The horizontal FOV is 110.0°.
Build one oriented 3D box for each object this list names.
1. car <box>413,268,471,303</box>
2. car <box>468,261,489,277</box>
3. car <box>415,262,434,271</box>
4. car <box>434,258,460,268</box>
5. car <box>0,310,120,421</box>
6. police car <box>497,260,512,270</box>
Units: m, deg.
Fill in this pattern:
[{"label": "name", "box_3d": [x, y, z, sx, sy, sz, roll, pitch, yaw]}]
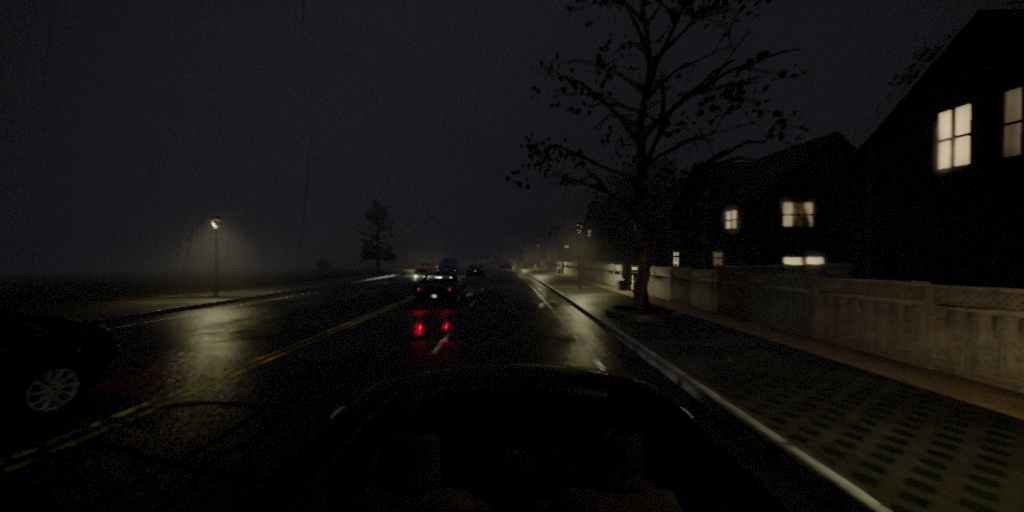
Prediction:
[{"label": "car", "box_3d": [-3.307, 1.442, 17.437, 1.895, 1.301, 4.718, 0, 0, -1]}, {"label": "car", "box_3d": [-3.936, 1.539, 39.607, 1.994, 1.385, 4.181, 0, 0, -2]}, {"label": "car", "box_3d": [-10.846, 1.508, 45.323, 1.882, 1.535, 5.008, 0, 0, -2]}, {"label": "car", "box_3d": [-7.508, 1.229, 43.210, 2.150, 2.045, 5.566, 0, 0, -2]}, {"label": "car", "box_3d": [-6.599, 1.275, 3.080, 1.837, 1.490, 4.892, 0, -1, 0]}, {"label": "police car", "box_3d": [-1.113, 1.549, 64.062, 1.930, 1.638, 5.238, 0, 0, -4]}]
